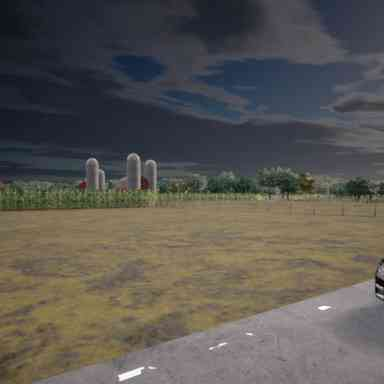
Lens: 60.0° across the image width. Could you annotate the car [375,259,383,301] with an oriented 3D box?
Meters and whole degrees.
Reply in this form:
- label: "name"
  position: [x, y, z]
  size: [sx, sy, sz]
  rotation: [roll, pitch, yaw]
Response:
- label: "car"
  position: [5.765, 1.500, 7.062]
  size: [4.902, 1.511, 2.128]
  rotation: [0, 0, -36]
